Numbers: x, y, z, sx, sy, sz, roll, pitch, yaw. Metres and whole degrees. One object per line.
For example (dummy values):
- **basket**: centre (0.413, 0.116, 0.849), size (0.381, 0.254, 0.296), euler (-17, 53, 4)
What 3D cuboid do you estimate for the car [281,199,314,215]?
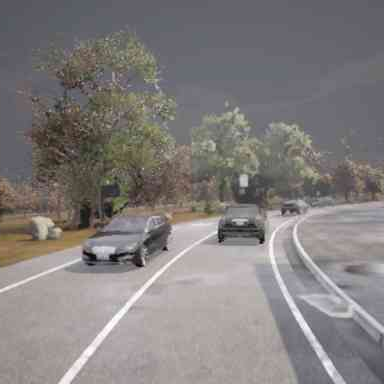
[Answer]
- **car**: centre (10.383, 1.493, 33.397), size (1.837, 1.490, 4.892), euler (-4, -2, 33)

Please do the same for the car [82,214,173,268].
- **car**: centre (-2.028, 1.554, 11.665), size (2.128, 1.511, 4.902), euler (-1, -1, 11)

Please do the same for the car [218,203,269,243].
- **car**: centre (2.637, 1.376, 16.452), size (2.097, 1.767, 4.553), euler (-1, 0, 15)

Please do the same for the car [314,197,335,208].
- **car**: centre (18.854, 1.507, 48.226), size (4.902, 1.511, 2.128), euler (-1, -3, -40)
